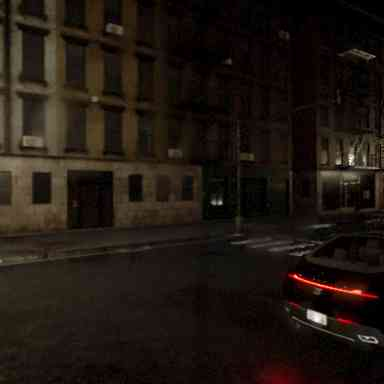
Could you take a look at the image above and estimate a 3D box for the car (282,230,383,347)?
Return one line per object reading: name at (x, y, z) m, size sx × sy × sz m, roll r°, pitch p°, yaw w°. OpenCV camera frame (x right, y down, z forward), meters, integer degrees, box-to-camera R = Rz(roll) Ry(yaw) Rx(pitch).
car at (3.712, 1.457, 5.973) m, size 4.892 × 1.490 × 1.837 m, roll -1°, pitch 0°, yaw -35°
